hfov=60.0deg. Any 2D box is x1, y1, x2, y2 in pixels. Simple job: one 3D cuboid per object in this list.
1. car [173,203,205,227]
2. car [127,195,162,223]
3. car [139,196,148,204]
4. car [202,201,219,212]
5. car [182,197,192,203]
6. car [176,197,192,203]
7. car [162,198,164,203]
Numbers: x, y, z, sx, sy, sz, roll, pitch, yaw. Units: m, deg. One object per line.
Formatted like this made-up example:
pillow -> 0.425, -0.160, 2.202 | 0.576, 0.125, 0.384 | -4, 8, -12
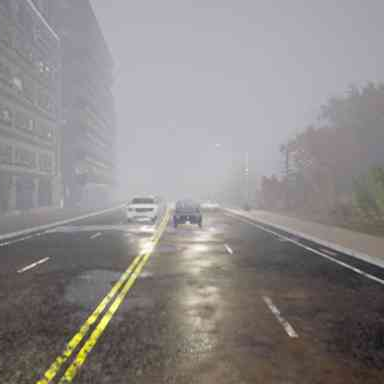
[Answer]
car -> -0.346, 1.678, 23.551 | 1.895, 1.301, 4.718 | 0, 0, -2
car -> -3.914, 1.312, 27.218 | 2.150, 2.045, 5.566 | 0, 0, -2
car -> -10.512, 1.698, 72.807 | 1.882, 1.535, 5.008 | 0, 0, -7
car -> 2.088, 1.727, 40.701 | 1.895, 1.301, 4.718 | 0, 0, -3
car -> -1.158, 1.813, 76.673 | 1.895, 1.301, 4.718 | 0, 0, -7
car -> -1.219, 1.679, 41.689 | 2.033, 1.411, 5.357 | 0, 0, -4
car -> -7.286, 1.714, 73.197 | 1.837, 1.490, 4.892 | 0, 0, -7
